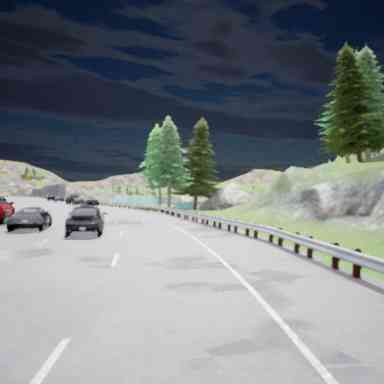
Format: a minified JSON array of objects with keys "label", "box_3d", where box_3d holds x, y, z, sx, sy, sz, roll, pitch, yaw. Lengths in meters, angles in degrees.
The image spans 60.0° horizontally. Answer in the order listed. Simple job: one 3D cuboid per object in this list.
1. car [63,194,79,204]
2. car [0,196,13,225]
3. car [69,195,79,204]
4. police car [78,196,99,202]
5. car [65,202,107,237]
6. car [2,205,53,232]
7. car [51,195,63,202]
[{"label":"car","box_3d":[-24.408,1.460,68.330,2.150,2.045,5.566,0,0,-29]},{"label":"car","box_3d":[-15.013,1.336,25.148,2.150,2.045,5.566,0,0,-19]},{"label":"car","box_3d":[-21.470,1.739,63.063,1.812,1.442,4.674,0,0,-29]},{"label":"police car","box_3d":[-16.654,1.601,54.425,1.930,1.638,5.238,0,0,-29]},{"label":"car","box_3d":[-5.942,1.566,18.737,1.837,1.490,4.892,0,0,-13]},{"label":"car","box_3d":[-10.135,1.649,21.046,1.994,1.385,4.181,0,0,-15]},{"label":"car","box_3d":[-32.399,1.685,81.075,1.812,1.442,4.674,0,0,-29]}]
